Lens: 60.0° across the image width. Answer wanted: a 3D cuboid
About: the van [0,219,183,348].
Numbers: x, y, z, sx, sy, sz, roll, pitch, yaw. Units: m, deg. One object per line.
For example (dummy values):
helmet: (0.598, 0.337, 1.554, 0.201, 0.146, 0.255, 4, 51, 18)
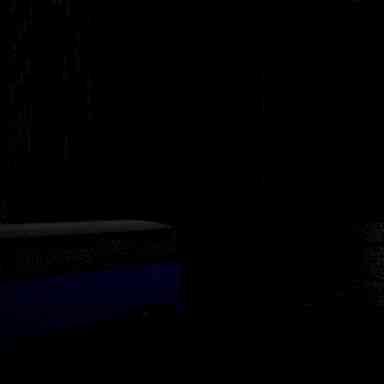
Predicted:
van: (-2.058, 1.351, 5.073, 3.998, 1.788, 1.690, 1, -1, -36)
